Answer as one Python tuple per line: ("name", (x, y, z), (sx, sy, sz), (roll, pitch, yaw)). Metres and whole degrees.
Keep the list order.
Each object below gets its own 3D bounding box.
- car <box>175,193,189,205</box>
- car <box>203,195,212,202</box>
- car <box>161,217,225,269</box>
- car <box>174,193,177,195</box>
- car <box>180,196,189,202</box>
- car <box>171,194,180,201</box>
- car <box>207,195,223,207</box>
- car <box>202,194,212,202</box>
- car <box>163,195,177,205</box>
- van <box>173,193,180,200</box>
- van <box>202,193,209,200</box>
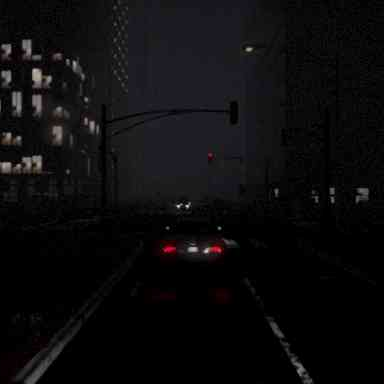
("car", (-1.579, 1.479, 59.210), (1.882, 1.535, 5.008), (0, 0, 0))
("car", (3.674, 1.421, 79.518), (1.967, 1.590, 4.097), (0, 0, 0))
("car", (0.054, 1.546, 11.146), (2.033, 1.411, 5.357), (0, 0, 1))
("car", (-4.176, 1.553, 73.947), (1.947, 1.339, 4.313), (0, 0, 0))
("car", (-1.614, 1.575, 74.508), (1.895, 1.301, 4.718), (0, 0, 0))
("car", (-4.237, 1.414, 85.002), (1.967, 1.590, 4.097), (0, 0, 0))
("car", (3.874, 1.572, 51.881), (1.947, 1.339, 4.313), (0, 0, 0))
("car", (3.704, 1.303, 73.989), (2.192, 1.841, 5.009), (0, 0, 0))
("car", (-4.086, 1.584, 57.364), (1.802, 1.307, 4.206), (0, 0, 0))
("van", (-4.267, 1.308, 90.529), (1.690, 1.788, 3.998), (0, 0, 0))
("van", (3.613, 1.309, 90.573), (1.690, 1.788, 3.998), (0, 0, 0))
